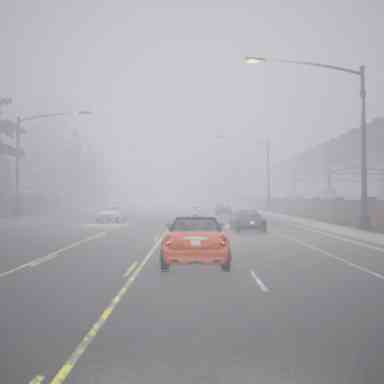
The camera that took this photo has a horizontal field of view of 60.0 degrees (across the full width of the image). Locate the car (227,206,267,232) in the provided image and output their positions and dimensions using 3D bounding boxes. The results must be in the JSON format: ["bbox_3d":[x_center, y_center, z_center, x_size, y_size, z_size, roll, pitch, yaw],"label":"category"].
[{"bbox_3d":[3.614,1.831,21.944,1.994,1.385,4.181,0,-1,0],"label":"car"}]

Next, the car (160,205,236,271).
[{"bbox_3d":[0.106,1.492,11.614,2.097,1.767,4.553,0,-1,0],"label":"car"}]

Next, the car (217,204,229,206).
[{"bbox_3d":[3.629,2.078,39.573,1.895,1.301,4.718,0,-1,0],"label":"car"}]

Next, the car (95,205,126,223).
[{"bbox_3d":[-6.990,1.872,29.238,1.812,1.442,4.674,0,-1,0],"label":"car"}]
